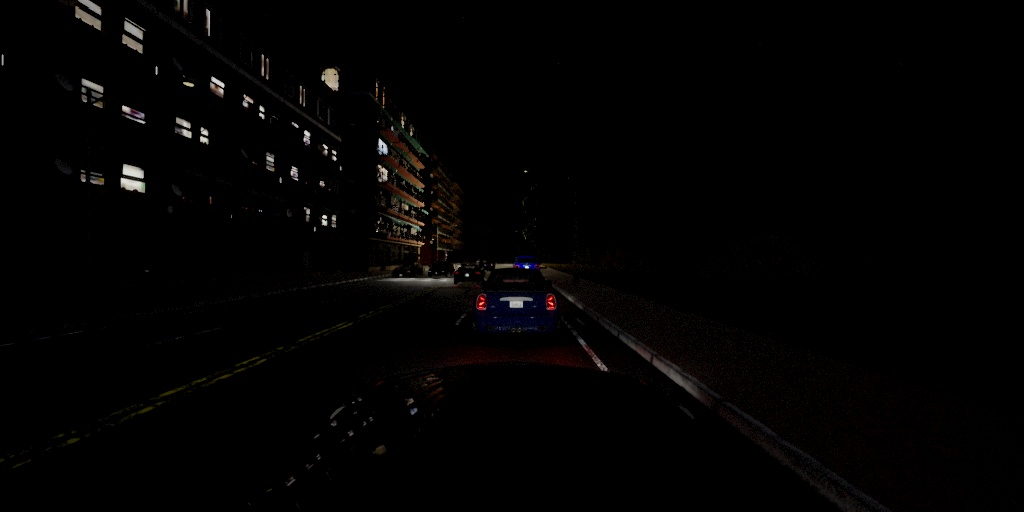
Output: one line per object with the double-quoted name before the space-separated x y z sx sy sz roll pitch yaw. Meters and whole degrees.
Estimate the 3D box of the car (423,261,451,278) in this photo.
"car" -6.586 1.259 33.612 1.837 1.490 4.892 0 0 0

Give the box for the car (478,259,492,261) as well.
"car" -3.130 1.108 43.988 2.097 1.767 4.553 0 0 0

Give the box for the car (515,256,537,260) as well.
"car" 1.151 0.979 30.115 2.150 2.045 5.566 0 0 0

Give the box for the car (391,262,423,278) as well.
"car" -9.832 1.301 34.342 2.033 1.411 5.357 0 0 0

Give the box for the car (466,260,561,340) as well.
"car" 0.103 1.104 10.162 2.097 1.767 4.553 0 0 0

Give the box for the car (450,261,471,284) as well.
"car" -3.137 1.317 27.141 1.994 1.385 4.181 0 0 0
